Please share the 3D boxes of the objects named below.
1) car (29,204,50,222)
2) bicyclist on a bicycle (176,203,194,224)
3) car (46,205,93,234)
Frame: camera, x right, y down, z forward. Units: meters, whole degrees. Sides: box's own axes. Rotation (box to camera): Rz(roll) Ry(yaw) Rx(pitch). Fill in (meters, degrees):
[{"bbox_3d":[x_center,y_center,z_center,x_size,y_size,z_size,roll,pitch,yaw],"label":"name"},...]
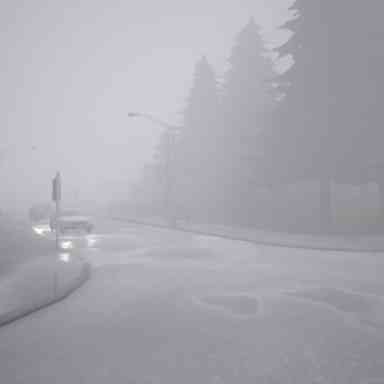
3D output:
[{"bbox_3d":[-13.425,1.847,29.965,2.128,1.511,4.902,1,-1,-33],"label":"car"},{"bbox_3d":[-0.552,1.663,25.632,1.656,1.620,0.582,0,-1,-33],"label":"bicyclist on a bicycle"},{"bbox_3d":[-7.875,1.784,21.515,1.812,1.442,4.674,1,-1,-34],"label":"car"}]
